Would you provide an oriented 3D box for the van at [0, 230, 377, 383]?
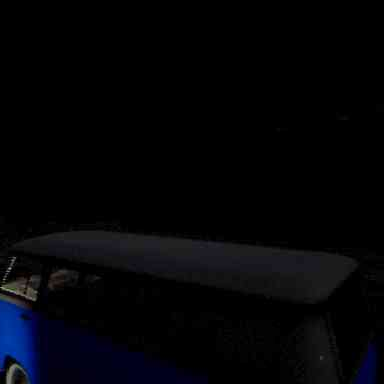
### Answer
[{"bbox_3d":[-0.392,1.351,3.243,3.998,1.788,1.690,0,0,35],"label":"van"}]

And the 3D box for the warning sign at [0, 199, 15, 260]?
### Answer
[{"bbox_3d":[-6.461,1.169,10.392,1.060,1.860,1.300,0,0,35],"label":"warning sign"}]
